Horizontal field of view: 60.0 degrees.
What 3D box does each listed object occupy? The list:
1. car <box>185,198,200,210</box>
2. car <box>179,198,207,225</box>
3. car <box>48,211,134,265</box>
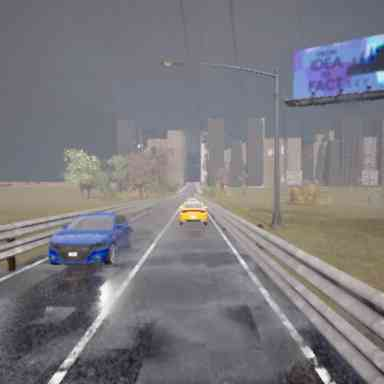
[{"bbox_3d":[0.075,1.512,42.535,1.812,1.442,4.674,0,0,0],"label":"car"},{"bbox_3d":[0.095,1.470,24.352,1.882,1.535,5.008,0,0,0],"label":"car"},{"bbox_3d":[-3.334,1.473,11.835,1.882,1.535,5.008,0,0,0],"label":"car"}]
